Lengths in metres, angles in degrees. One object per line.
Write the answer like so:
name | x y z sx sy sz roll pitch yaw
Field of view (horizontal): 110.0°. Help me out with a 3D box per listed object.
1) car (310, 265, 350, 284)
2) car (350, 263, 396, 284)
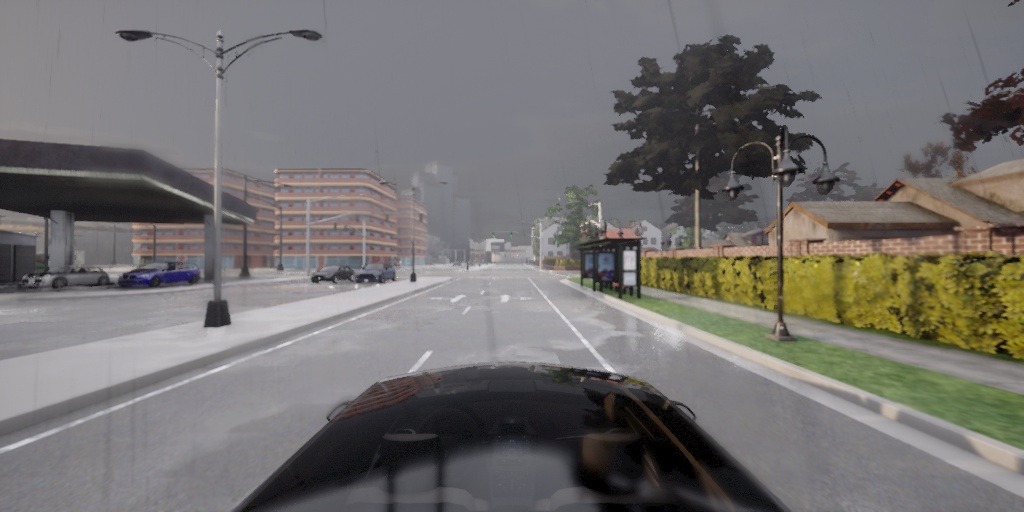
car | -15.020 1.530 30.366 1.837 1.490 4.892 0 -1 0
car | -11.519 1.369 30.596 2.097 1.767 4.553 0 0 0
